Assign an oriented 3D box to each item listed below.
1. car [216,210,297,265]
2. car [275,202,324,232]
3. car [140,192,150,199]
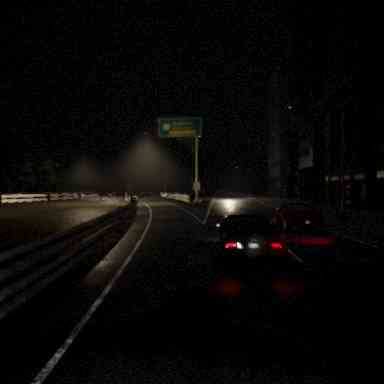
[{"bbox_3d":[1.836,1.461,11.371,2.033,1.411,5.357,0,0,4],"label":"car"},{"bbox_3d":[5.921,1.324,18.962,1.882,1.535,5.008,0,0,4],"label":"car"},{"bbox_3d":[-9.991,0.676,70.373,1.837,1.490,4.892,0,0,-11],"label":"car"}]
